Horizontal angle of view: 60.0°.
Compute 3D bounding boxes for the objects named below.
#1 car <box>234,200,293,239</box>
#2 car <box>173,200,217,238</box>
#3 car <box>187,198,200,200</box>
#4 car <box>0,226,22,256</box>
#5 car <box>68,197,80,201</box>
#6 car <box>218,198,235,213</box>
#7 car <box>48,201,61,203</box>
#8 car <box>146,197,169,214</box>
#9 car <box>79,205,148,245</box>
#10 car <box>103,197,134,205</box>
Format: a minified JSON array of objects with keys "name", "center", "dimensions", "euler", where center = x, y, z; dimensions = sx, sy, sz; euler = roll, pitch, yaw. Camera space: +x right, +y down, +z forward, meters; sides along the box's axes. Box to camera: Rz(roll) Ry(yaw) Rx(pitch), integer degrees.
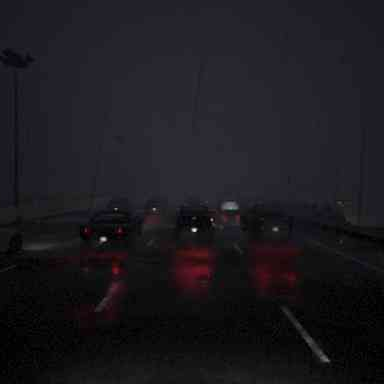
[{"name":"car","center":[3.604,1.374,16.734],"dimensions":[2.128,1.511,4.902],"euler":[0,0,0]},{"name":"car","center":[0.104,1.385,16.939],"dimensions":[1.837,1.490,4.892],"euler":[0,0,0]},{"name":"car","center":[0.107,1.301,33.376],"dimensions":[1.812,1.442,4.674],"euler":[0,0,0]},{"name":"car","center":[-6.904,1.454,9.812],"dimensions":[1.812,1.442,4.674],"euler":[0,0,0]},{"name":"car","center":[-21.002,1.461,60.523],"dimensions":[1.895,1.301,4.718],"euler":[0,-1,1]},{"name":"car","center":[3.607,1.302,33.368],"dimensions":[1.812,1.442,4.674],"euler":[0,0,0]},{"name":"car","center":[-24.497,1.214,60.568],"dimensions":[2.097,1.767,4.553],"euler":[0,-1,0]},{"name":"car","center":[-3.391,1.283,32.427],"dimensions":[1.837,1.490,4.892],"euler":[0,0,0]},{"name":"car","center":[-3.397,1.494,14.981],"dimensions":[1.895,1.301,4.718],"euler":[0,0,0]},{"name":"car","center":[-6.891,1.282,32.424],"dimensions":[1.837,1.490,4.892],"euler":[0,0,0]}]
